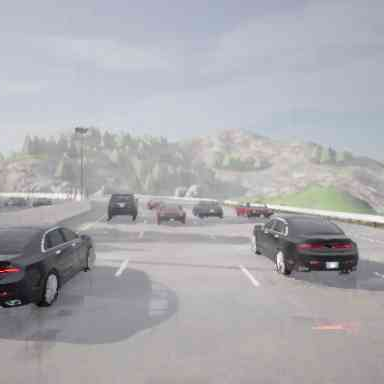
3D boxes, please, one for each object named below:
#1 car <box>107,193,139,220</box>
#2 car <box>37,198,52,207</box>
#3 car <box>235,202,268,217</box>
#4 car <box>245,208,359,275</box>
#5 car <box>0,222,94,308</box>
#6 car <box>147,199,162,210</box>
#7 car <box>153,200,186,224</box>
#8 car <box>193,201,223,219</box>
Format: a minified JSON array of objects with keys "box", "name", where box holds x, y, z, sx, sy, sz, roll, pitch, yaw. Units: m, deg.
[{"box":[-5.586,1.117,27.079,2.150,2.045,5.566,0,0,-9],"name":"car"},{"box":[-20.248,1.392,45.112,1.994,1.385,4.181,0,0,-15],"name":"car"},{"box":[4.976,1.496,27.410,1.895,1.301,4.718,0,0,-8],"name":"car"},{"box":[3.184,1.465,10.286,1.837,1.490,4.892,0,0,-3],"name":"car"},{"box":[-3.686,1.474,7.802,1.837,1.490,4.892,0,0,-2],"name":"car"},{"box":[-4.332,1.449,39.459,1.895,1.301,4.718,0,0,-12],"name":"car"},{"box":[-1.606,1.509,23.951,1.895,1.301,4.718,0,0,-7],"name":"car"},{"box":[1.271,1.455,28.382,1.994,1.385,4.181,0,0,-8],"name":"car"}]
